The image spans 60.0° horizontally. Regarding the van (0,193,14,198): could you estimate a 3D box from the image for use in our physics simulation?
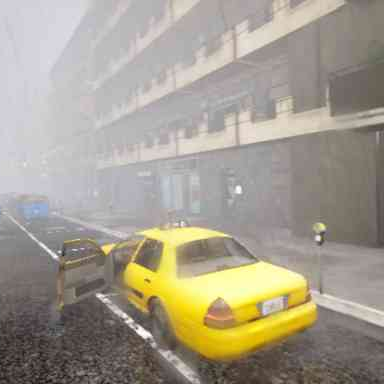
[{"bbox_3d":[-20.163,0.971,37.438,1.690,1.788,3.998,-3,2,-33],"label":"van"}]

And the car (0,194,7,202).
[{"bbox_3d":[-35.046,1.078,60.701,1.947,1.339,4.313,-3,2,-33],"label":"car"}]

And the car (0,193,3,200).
[{"bbox_3d":[-41.096,0.996,70.144,1.752,1.417,4.829,-3,2,-33],"label":"car"}]

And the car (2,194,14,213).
[{"bbox_3d":[-17.177,1.199,32.793,1.887,1.381,4.507,-3,2,-33],"label":"car"}]

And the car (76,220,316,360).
[{"bbox_3d":[-0.440,1.281,6.022,1.801,1.575,5.366,-3,2,-33],"label":"car"}]

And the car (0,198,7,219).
[{"bbox_3d":[-15.815,1.403,25.812,1.895,1.301,4.718,-3,2,-32],"label":"car"}]

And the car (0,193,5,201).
[{"bbox_3d":[-38.117,1.016,65.493,1.752,1.417,4.829,-3,2,-33],"label":"car"}]

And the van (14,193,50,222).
[{"bbox_3d":[-11.229,1.046,23.486,1.690,1.788,3.998,-3,2,-33],"label":"van"}]
